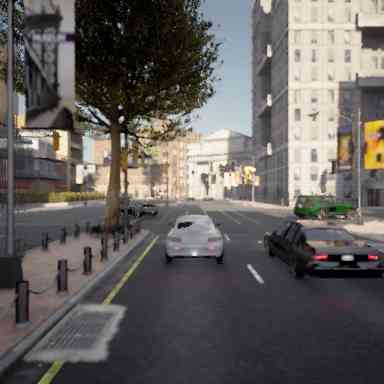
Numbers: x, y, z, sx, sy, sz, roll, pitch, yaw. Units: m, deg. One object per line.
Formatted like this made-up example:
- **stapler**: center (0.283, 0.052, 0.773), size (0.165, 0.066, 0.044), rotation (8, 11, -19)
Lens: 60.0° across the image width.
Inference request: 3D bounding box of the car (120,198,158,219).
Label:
- **car**: center (-5.148, 1.550, 30.219), size (4.902, 1.511, 2.128), rotation (0, -1, 43)

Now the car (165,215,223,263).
- **car**: center (0.082, 1.549, 11.951), size (1.812, 1.442, 4.674), rotation (0, 0, 0)

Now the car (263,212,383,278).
- **car**: center (3.576, 1.568, 10.126), size (2.033, 1.411, 5.357), rotation (0, 0, 0)

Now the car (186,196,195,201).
- **car**: center (-0.418, 1.575, 84.609), size (1.895, 1.301, 4.718), rotation (0, 0, -8)

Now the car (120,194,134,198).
- **car**: center (-11.525, 1.337, 58.863), size (2.150, 2.045, 5.566), rotation (0, 0, 0)

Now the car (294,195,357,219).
- **car**: center (11.092, 1.276, 27.614), size (5.566, 2.045, 2.150), rotation (0, -1, -24)

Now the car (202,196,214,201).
- **car**: center (4.167, 1.672, 84.636), size (1.895, 1.301, 4.718), rotation (0, 0, 20)
